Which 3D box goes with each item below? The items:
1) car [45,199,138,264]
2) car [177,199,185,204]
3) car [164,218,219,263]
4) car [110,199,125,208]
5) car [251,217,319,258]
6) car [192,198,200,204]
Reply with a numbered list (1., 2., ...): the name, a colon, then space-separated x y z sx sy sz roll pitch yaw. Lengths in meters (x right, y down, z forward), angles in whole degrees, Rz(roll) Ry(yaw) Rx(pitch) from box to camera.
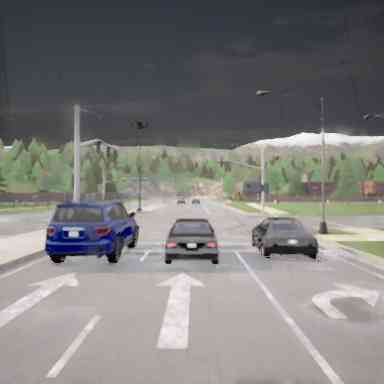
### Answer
1. car: -3.492 1.356 12.565 2.150 2.045 5.566 0 0 0
2. car: -2.561 2.247 79.501 1.895 1.301 4.718 0 -1 1
3. car: 0.008 1.678 12.504 2.033 1.411 5.357 0 -1 0
4. car: -14.302 2.163 64.108 1.837 1.490 4.892 0 0 1
5. car: 3.594 1.705 13.481 1.994 1.385 4.181 0 -1 3
6. car: 0.938 2.203 79.423 1.994 1.385 4.181 0 -1 1
